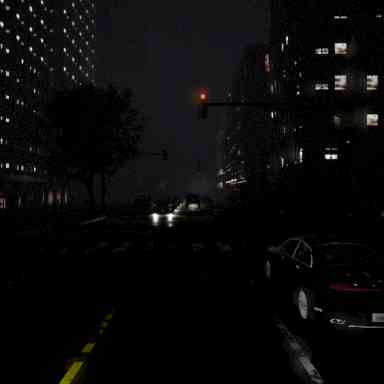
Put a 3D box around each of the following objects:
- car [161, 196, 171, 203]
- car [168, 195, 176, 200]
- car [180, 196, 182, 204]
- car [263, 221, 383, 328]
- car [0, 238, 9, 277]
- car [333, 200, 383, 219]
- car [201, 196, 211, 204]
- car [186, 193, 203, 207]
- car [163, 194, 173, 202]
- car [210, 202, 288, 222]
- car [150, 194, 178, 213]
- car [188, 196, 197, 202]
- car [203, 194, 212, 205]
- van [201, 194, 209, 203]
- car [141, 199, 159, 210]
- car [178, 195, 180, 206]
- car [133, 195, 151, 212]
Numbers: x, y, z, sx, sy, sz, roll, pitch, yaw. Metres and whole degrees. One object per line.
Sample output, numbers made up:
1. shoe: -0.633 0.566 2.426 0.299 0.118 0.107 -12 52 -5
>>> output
1. car: -5.592 1.627 72.445 1.947 1.339 4.313 0 0 0
2. car: -5.561 1.654 94.536 2.008 1.369 4.403 0 0 0
3. car: -3.017 1.563 55.441 1.812 1.442 4.674 0 0 1
4. car: 2.699 1.551 6.908 2.008 1.369 4.403 0 0 0
5. car: -5.681 1.545 6.919 1.887 1.381 4.507 0 0 0
6. car: 13.462 1.350 26.299 4.403 1.369 2.008 -1 1 0
7. car: 2.782 1.577 67.080 1.752 1.417 4.829 0 0 0
8. car: 0.174 1.253 51.865 2.150 2.045 5.566 0 0 0
9. car: -5.584 1.385 77.967 2.192 1.841 5.009 0 0 0
10. car: 4.426 1.532 25.211 5.357 1.411 2.033 -1 0 23
11. car: -3.048 1.371 37.042 2.097 1.767 4.553 0 0 0
12. car: 0.106 1.591 75.916 1.812 1.442 4.674 0 0 0
13. car: 2.774 1.610 61.387 1.947 1.339 4.313 0 0 0
14. van: 2.789 1.402 72.434 1.690 1.788 3.998 0 0 0
15. car: -5.630 1.592 44.831 1.947 1.339 4.313 0 0 0
16. car: -3.031 1.505 46.132 1.882 1.535 5.008 0 0 0
17. car: -5.637 1.336 39.308 2.192 1.841 5.009 0 0 0
